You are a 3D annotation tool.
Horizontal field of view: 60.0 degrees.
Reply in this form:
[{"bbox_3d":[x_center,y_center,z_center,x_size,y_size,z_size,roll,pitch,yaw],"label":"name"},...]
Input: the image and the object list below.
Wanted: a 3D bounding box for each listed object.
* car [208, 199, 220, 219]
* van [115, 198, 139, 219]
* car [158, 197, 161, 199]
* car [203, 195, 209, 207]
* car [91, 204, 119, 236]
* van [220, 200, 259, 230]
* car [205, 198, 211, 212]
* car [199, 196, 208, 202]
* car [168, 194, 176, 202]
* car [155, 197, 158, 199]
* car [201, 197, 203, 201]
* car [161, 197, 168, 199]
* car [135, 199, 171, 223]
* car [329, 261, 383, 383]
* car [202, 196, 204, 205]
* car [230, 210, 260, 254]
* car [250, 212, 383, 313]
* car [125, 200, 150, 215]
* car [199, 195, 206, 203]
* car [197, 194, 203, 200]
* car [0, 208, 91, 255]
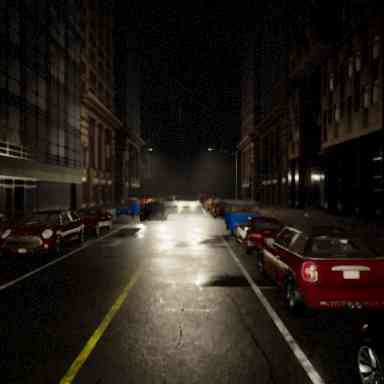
[{"bbox_3d":[2.760,1.629,30.106,1.887,1.381,4.507,0,0,0],"label":"car"},{"bbox_3d":[-5.766,1.426,30.098,1.690,1.788,3.998,0,0,0],"label":"van"},{"bbox_3d":[-5.765,1.657,46.734,1.752,1.417,4.829,0,0,0],"label":"car"},{"bbox_3d":[2.760,1.556,41.310,1.967,1.590,4.097,0,0,0],"label":"car"},{"bbox_3d":[-5.765,1.598,18.892,1.887,1.381,4.507,0,0,0],"label":"car"},{"bbox_3d":[2.759,1.394,18.902,1.690,1.788,3.998,0,0,0],"label":"van"},{"bbox_3d":[2.760,1.645,35.708,1.887,1.381,4.507,0,0,0],"label":"car"},{"bbox_3d":[2.761,1.669,80.522,1.967,1.590,4.097,0,0,0],"label":"car"},{"bbox_3d":[-5.764,1.790,86.118,1.887,1.381,4.507,0,0,0],"label":"car"},{"bbox_3d":[-5.765,1.661,41.301,1.887,1.381,4.507,0,0,0],"label":"car"},{"bbox_3d":[2.761,1.729,52.513,1.802,1.307,4.206,0,0,0],"label":"car"},{"bbox_3d":[-5.765,1.604,58.108,1.967,1.590,4.097,0,0,0],"label":"car"},{"bbox_3d":[-3.000,1.552,26.700,1.882,1.535,5.008,0,0,0],"label":"car"},{"bbox_3d":[2.760,1.572,2.097,1.947,1.339,4.313,0,0,0],"label":"car"},{"bbox_3d":[2.760,1.657,47.081,1.752,1.417,4.829,0,0,0],"label":"car"},{"bbox_3d":[2.760,1.619,13.301,1.802,1.307,4.206,0,0,0],"label":"car"},{"bbox_3d":[2.759,1.462,7.699,1.967,1.590,4.097,0,0,0],"label":"car"},{"bbox_3d":[-5.765,1.645,35.699,1.887,1.381,4.507,0,0,0],"label":"car"},{"bbox_3d":[2.761,1.724,63.717,1.887,1.381,4.507,0,0,0],"label":"car"},{"bbox_3d":[2.760,1.527,74.921,2.192,1.841,5.009,0,0,0],"label":"car"},{"bbox_3d":[-5.766,1.478,13.291,1.967,1.590,4.097,0,0,0],"label":"car"}]
